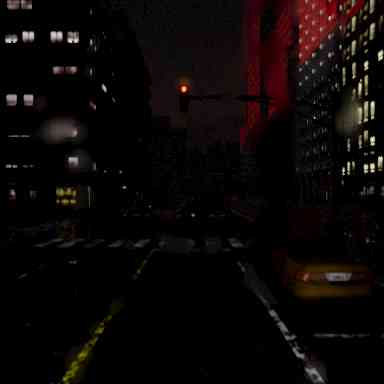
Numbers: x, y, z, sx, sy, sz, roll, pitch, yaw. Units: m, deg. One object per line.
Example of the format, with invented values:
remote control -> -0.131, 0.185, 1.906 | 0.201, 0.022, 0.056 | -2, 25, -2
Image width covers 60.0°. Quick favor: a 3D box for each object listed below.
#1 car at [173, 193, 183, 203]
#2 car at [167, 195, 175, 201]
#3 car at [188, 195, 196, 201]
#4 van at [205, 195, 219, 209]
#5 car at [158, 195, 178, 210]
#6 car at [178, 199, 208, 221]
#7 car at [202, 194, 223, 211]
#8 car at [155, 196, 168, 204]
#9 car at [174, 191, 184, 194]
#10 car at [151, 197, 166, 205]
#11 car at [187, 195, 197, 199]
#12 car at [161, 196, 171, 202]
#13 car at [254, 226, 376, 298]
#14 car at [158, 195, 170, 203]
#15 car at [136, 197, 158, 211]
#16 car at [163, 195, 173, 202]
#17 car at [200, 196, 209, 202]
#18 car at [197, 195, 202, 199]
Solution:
car -> -3.091, 1.465, 58.275 | 1.882, 1.535, 5.008 | 0, 0, 0
car -> -5.717, 1.543, 90.218 | 1.752, 1.417, 4.829 | 0, 0, 0
car -> -0.021, 1.398, 79.843 | 1.882, 1.535, 5.008 | 0, 0, 0
van -> 2.673, 1.322, 46.176 | 1.690, 1.788, 3.998 | 0, 0, 0
car -> -3.109, 1.506, 41.717 | 1.812, 1.442, 4.674 | 0, 0, 0
car -> 0.084, 1.523, 26.915 | 1.812, 1.442, 4.674 | 0, 0, 0
car -> 2.675, 1.296, 40.650 | 2.192, 1.841, 5.009 | 0, 0, 0
car -> -5.710, 1.535, 62.753 | 1.887, 1.381, 4.507 | 0, 0, 0
car -> -3.019, 0.841, 73.973 | 2.150, 2.045, 5.566 | 0, 0, 0
car -> -5.709, 1.537, 57.228 | 2.008, 1.369, 4.403 | 0, 0, 0
car -> -0.019, 1.501, 69.426 | 1.837, 1.490, 4.892 | 0, 0, 0
car -> -5.713, 1.582, 73.808 | 1.802, 1.307, 4.206 | 0, 0, 0
car -> 2.684, 1.518, 8.408 | 1.752, 1.417, 4.829 | 0, 0, 0
car -> -5.712, 1.436, 68.281 | 1.967, 1.590, 4.097 | 0, 0, 0
car -> -5.704, 1.531, 40.648 | 2.008, 1.369, 4.403 | 0, 0, 0
car -> -5.715, 1.446, 79.334 | 1.967, 1.590, 4.097 | 0, 0, 0
car -> 2.667, 1.545, 73.810 | 1.887, 1.381, 4.507 | 0, 0, 0
car -> 2.669, 1.306, 62.756 | 2.192, 1.841, 5.009 | 0, 0, 0
